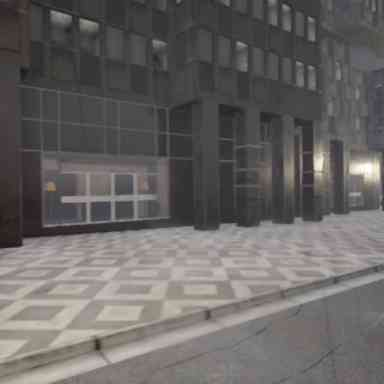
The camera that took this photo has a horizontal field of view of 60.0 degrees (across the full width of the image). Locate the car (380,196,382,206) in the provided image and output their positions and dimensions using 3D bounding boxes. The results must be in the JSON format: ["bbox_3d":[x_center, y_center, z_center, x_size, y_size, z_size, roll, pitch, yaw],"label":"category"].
[{"bbox_3d":[31.150,1.634,52.986,1.887,1.381,4.507,-1,1,-36],"label":"car"}]

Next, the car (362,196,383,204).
[{"bbox_3d":[34.774,1.494,62.545,1.887,1.381,4.507,-1,1,-36],"label":"car"}]
